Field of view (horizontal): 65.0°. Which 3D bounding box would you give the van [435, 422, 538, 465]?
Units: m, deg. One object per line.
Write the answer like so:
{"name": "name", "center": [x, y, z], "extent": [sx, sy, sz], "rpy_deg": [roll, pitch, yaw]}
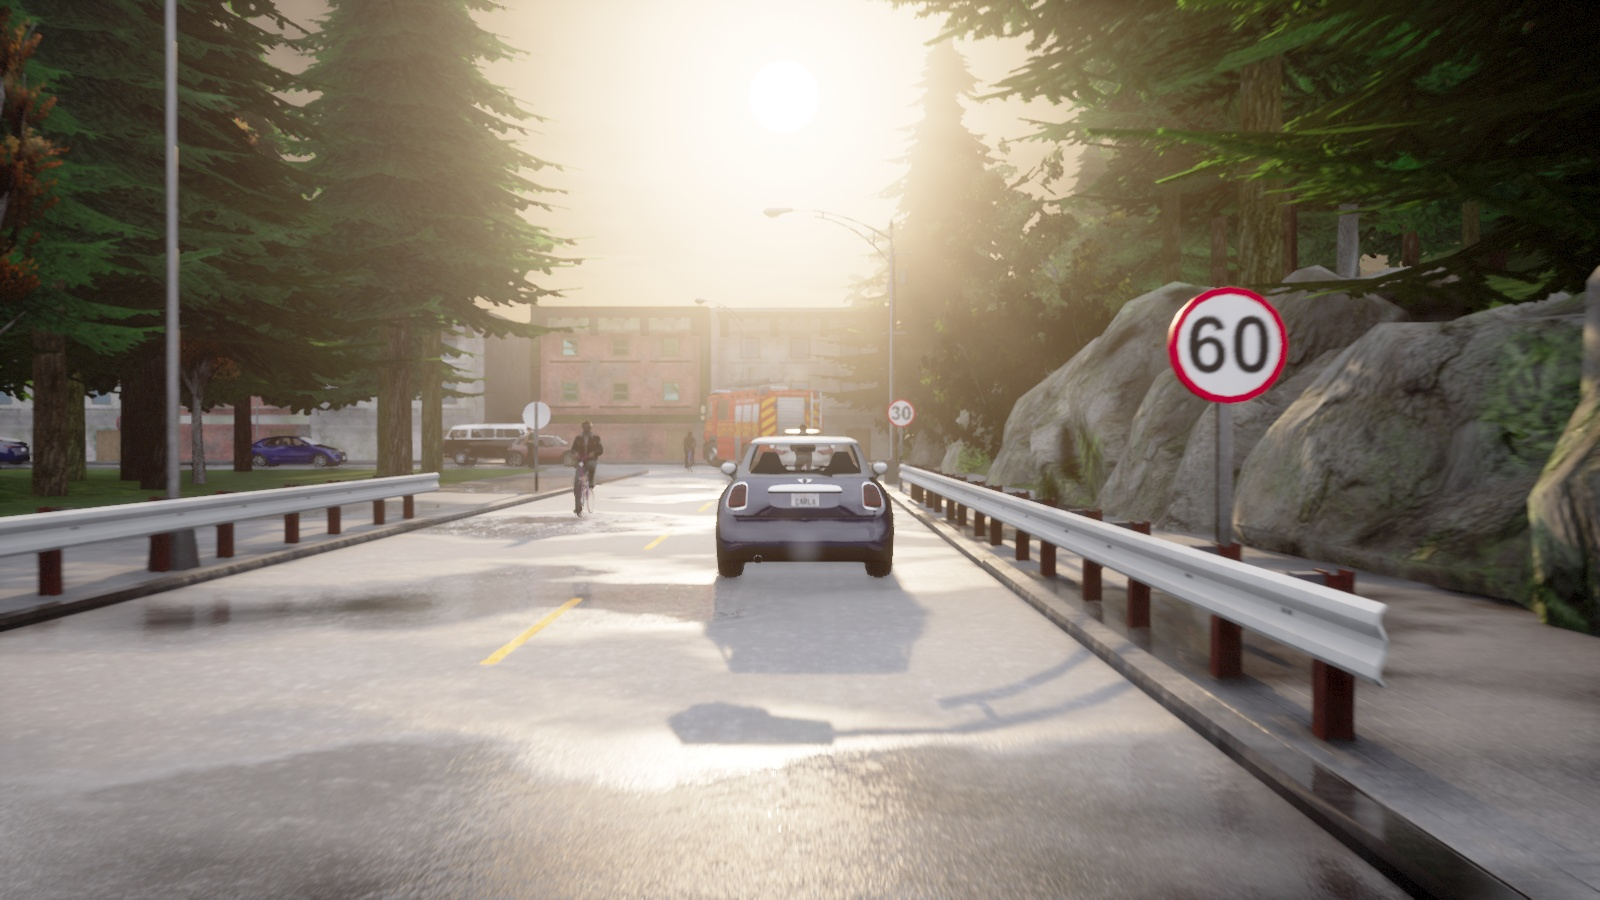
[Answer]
{"name": "van", "center": [-15.183, -0.306, 60.991], "extent": [4.480, 2.038, 2.069], "rpy_deg": [0, 1, 1]}

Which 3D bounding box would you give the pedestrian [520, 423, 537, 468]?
{"name": "pedestrian", "center": [-11.162, -0.200, 51.647], "extent": [0.594, 1.836, 0.345], "rpy_deg": [0, 1, 8]}

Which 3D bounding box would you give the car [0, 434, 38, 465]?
{"name": "car", "center": [-40.185, -0.051, 61.178], "extent": [4.792, 1.488, 2.163], "rpy_deg": [0, 1, 0]}

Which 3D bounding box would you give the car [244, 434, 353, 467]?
{"name": "car", "center": [-22.743, 0.028, 57.055], "extent": [4.193, 1.474, 1.816], "rpy_deg": [0, 1, 0]}

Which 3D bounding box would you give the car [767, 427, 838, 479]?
{"name": "car", "center": [0.087, 0.066, 41.864], "extent": [2.242, 1.667, 4.611], "rpy_deg": [0, 1, 0]}

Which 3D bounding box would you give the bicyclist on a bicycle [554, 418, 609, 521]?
{"name": "bicyclist on a bicycle", "center": [-3.937, 0.329, 22.735], "extent": [0.659, 1.776, 1.843], "rpy_deg": [0, 1, 0]}

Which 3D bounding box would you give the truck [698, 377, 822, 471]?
{"name": "truck", "center": [-1.935, -1.113, 55.492], "extent": [2.891, 3.827, 8.468], "rpy_deg": [0, 1, -21]}

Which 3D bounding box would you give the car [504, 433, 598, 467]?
{"name": "car", "center": [-11.241, -0.009, 56.865], "extent": [3.806, 1.475, 1.970], "rpy_deg": [0, 1, 4]}

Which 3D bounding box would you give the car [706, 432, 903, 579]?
{"name": "car", "center": [0.051, 0.530, 14.485], "extent": [1.970, 1.475, 3.806], "rpy_deg": [0, 1, 0]}
